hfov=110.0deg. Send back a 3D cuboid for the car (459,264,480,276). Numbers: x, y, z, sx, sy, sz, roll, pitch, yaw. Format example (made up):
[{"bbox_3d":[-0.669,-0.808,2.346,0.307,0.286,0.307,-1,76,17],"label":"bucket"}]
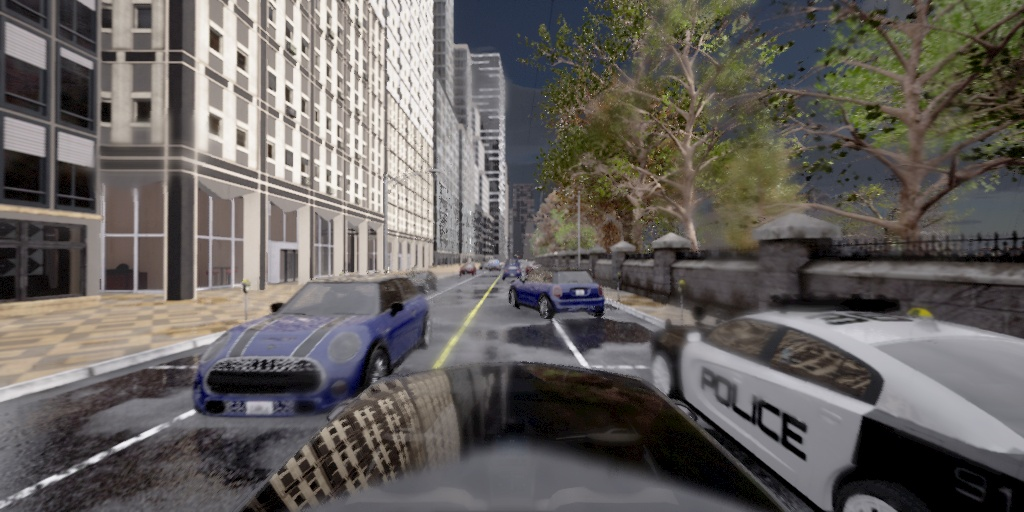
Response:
[{"bbox_3d":[-5.313,1.659,43.664,1.888,1.381,4.507,0,0,0],"label":"car"}]

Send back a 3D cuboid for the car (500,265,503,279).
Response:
[{"bbox_3d":[0.051,1.564,35.067,1.812,1.442,4.674,0,0,0],"label":"car"}]

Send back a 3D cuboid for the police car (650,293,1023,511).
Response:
[{"bbox_3d":[3.007,1.190,3.531,1.930,1.638,5.238,0,0,0],"label":"police car"}]

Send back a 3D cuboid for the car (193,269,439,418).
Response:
[{"bbox_3d":[-2.859,1.141,6.302,2.097,1.767,4.553,0,0,0],"label":"car"}]

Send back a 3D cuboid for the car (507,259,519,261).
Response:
[{"bbox_3d":[0.105,1.398,50.628,2.150,2.045,5.566,0,0,1],"label":"car"}]

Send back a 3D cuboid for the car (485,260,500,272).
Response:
[{"bbox_3d":[-2.608,1.781,57.178,2.033,1.411,5.357,0,-1,1],"label":"car"}]

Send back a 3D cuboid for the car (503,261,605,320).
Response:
[{"bbox_3d":[1.473,1.202,13.471,2.097,1.767,4.553,0,-1,-19],"label":"car"}]
